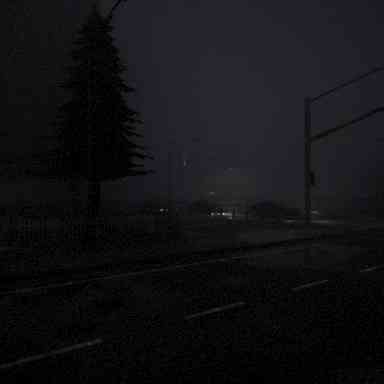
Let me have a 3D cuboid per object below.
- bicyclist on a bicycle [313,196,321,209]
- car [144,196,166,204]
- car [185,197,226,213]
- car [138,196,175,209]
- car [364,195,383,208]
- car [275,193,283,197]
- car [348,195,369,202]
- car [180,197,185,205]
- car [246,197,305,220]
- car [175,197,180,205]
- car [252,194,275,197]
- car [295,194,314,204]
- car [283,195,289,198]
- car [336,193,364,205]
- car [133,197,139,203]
[{"bbox_3d":[15.860,1.379,42.248,1.656,1.620,0.582,0,0,-36],"label":"bicyclist on a bicycle"},{"bbox_3d":[-7.606,1.616,68.163,2.033,1.411,5.357,0,0,-36],"label":"car"},{"bbox_3d":[1.459,1.611,37.458,1.994,1.385,4.181,0,0,-36],"label":"car"},{"bbox_3d":[-4.968,1.595,46.388,2.033,1.411,5.357,0,0,-36],"label":"car"},{"bbox_3d":[26.457,1.250,44.930,1.932,1.855,4.605,0,0,-36],"label":"car"},{"bbox_3d":[19.140,1.491,79.672,1.784,1.438,3.905,0,0,-36],"label":"car"},{"bbox_3d":[36.964,1.513,73.887,1.784,1.438,3.905,0,0,-36],"label":"car"},{"bbox_3d":[-2.158,1.633,60.696,1.994,1.385,4.181,0,0,-35],"label":"car"},{"bbox_3d":[7.261,1.525,29.404,1.882,1.535,5.008,0,0,-36],"label":"car"},{"bbox_3d":[-4.750,1.553,58.385,2.128,1.511,4.902,0,0,-36],"label":"car"},{"bbox_3d":[16.785,1.516,77.988,1.970,1.475,3.806,0,0,-36],"label":"car"},{"bbox_3d":[20.880,1.504,62.350,1.970,1.475,3.806,0,0,-36],"label":"car"},{"bbox_3d":[21.294,1.286,81.274,1.932,1.855,4.605,0,0,-36],"label":"car"},{"bbox_3d":[34.571,1.297,72.254,1.932,1.855,4.605,0,0,-36],"label":"car"},{"bbox_3d":[-9.937,1.626,65.562,1.994,1.385,4.181,0,0,-36],"label":"car"}]
